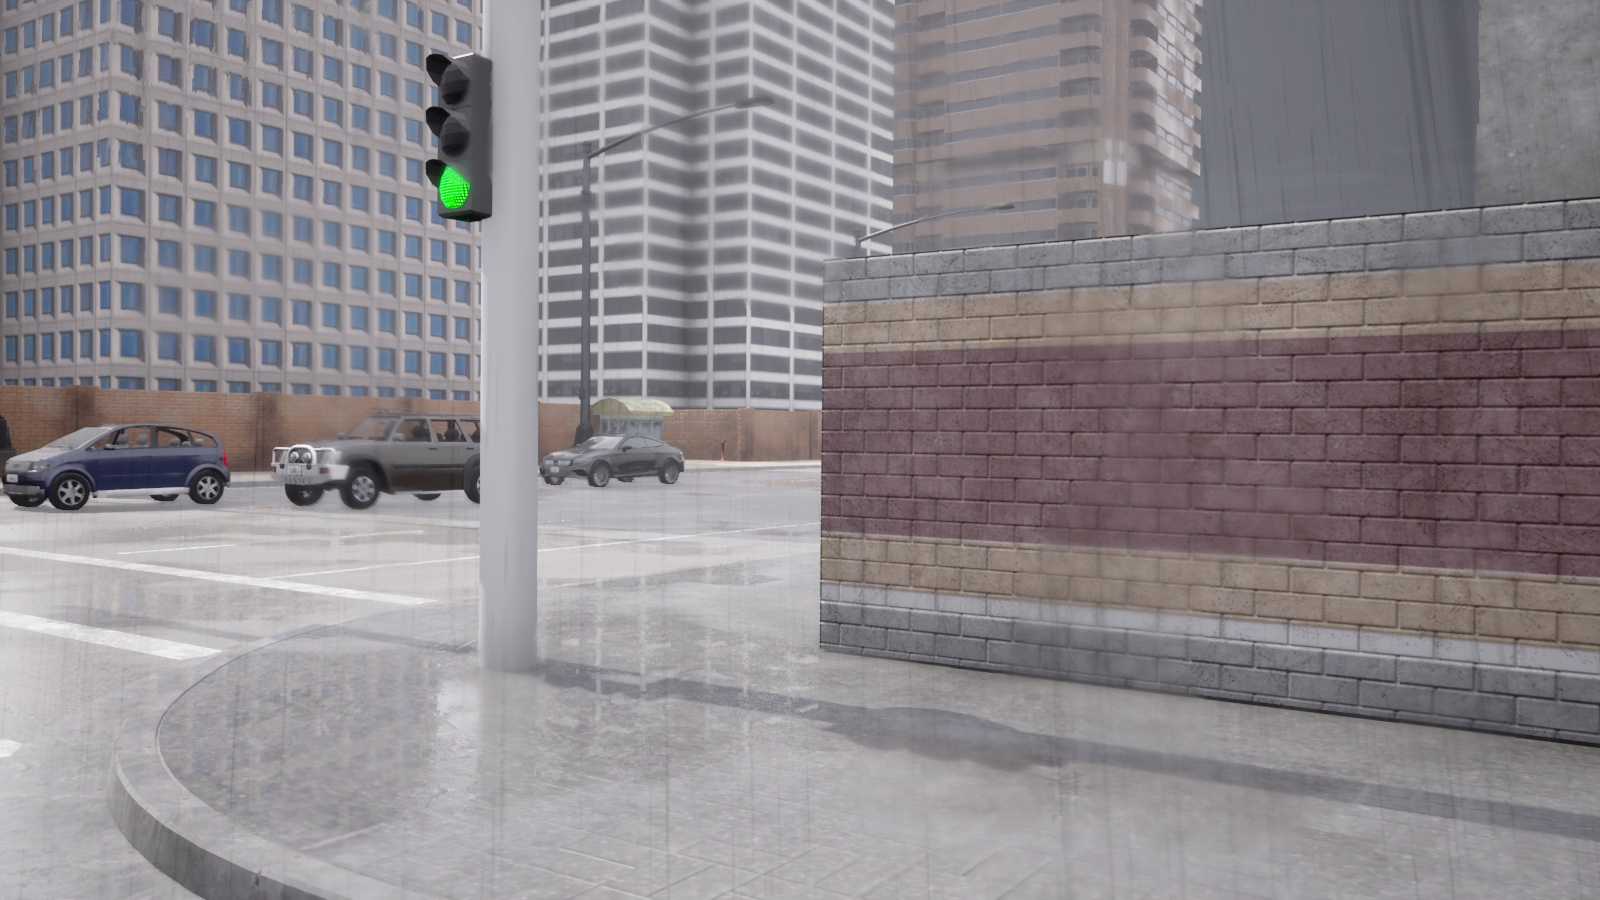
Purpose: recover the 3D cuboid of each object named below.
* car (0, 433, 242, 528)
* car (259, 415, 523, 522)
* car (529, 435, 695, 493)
[{"bbox_3d":[-12.625,0.500,23.315,1.789,1.549,3.705,0,2,34],"label":"car"},{"bbox_3d":[-7.761,0.287,24.273,1.932,1.855,4.605,0,1,34],"label":"car"},{"bbox_3d":[-5.074,0.332,34.481,1.812,1.442,4.674,0,1,34],"label":"car"}]
